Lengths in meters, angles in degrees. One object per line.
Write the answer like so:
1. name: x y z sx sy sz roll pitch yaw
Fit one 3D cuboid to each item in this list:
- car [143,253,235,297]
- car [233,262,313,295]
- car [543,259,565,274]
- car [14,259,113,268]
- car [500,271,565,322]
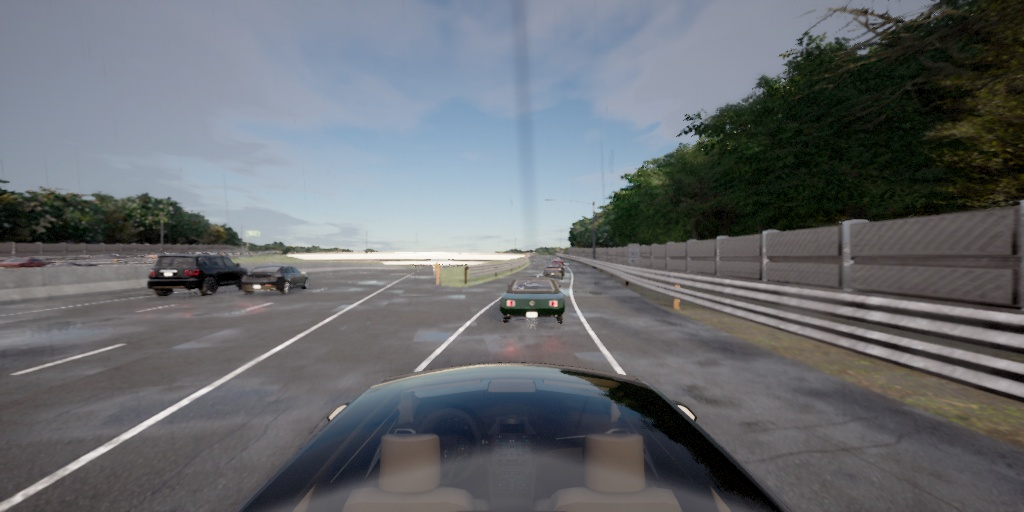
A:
1. car: -16.057 0.940 18.829 2.150 2.045 5.566 0 0 -11
2. car: -12.615 1.241 19.459 1.837 1.490 4.892 0 0 -11
3. car: 3.953 1.346 33.668 2.128 1.511 4.902 0 0 9
4. car: -36.195 1.234 29.219 2.128 1.511 4.902 0 -1 -11
5. car: 0.761 1.381 12.347 1.895 1.301 4.718 0 0 5
